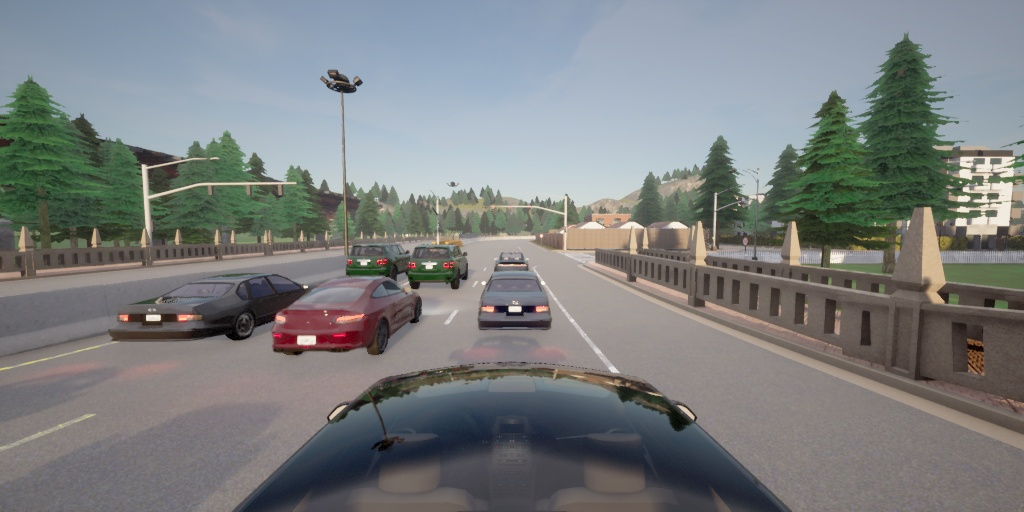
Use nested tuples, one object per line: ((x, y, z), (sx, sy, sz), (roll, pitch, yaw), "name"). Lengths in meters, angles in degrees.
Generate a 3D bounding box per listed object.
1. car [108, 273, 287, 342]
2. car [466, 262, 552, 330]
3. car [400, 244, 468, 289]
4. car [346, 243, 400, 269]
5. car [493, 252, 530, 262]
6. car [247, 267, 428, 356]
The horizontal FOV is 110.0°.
((-6.946, 1.156, 9.436), (2.033, 1.411, 5.357), (0, 2, 0), "car")
((0.048, 1.121, 10.419), (2.033, 1.411, 5.357), (0, 2, 0), "car")
((-3.506, 0.399, 17.799), (2.150, 2.045, 5.566), (0, 4, 0), "car")
((-7.021, 0.285, 19.624), (2.150, 2.045, 5.566), (0, 4, 0), "car")
((-0.023, 0.529, 20.115), (2.128, 1.511, 4.902), (0, 3, 0), "car")
((-3.440, 1.173, 8.263), (1.812, 1.442, 4.674), (0, 2, -1), "car")
